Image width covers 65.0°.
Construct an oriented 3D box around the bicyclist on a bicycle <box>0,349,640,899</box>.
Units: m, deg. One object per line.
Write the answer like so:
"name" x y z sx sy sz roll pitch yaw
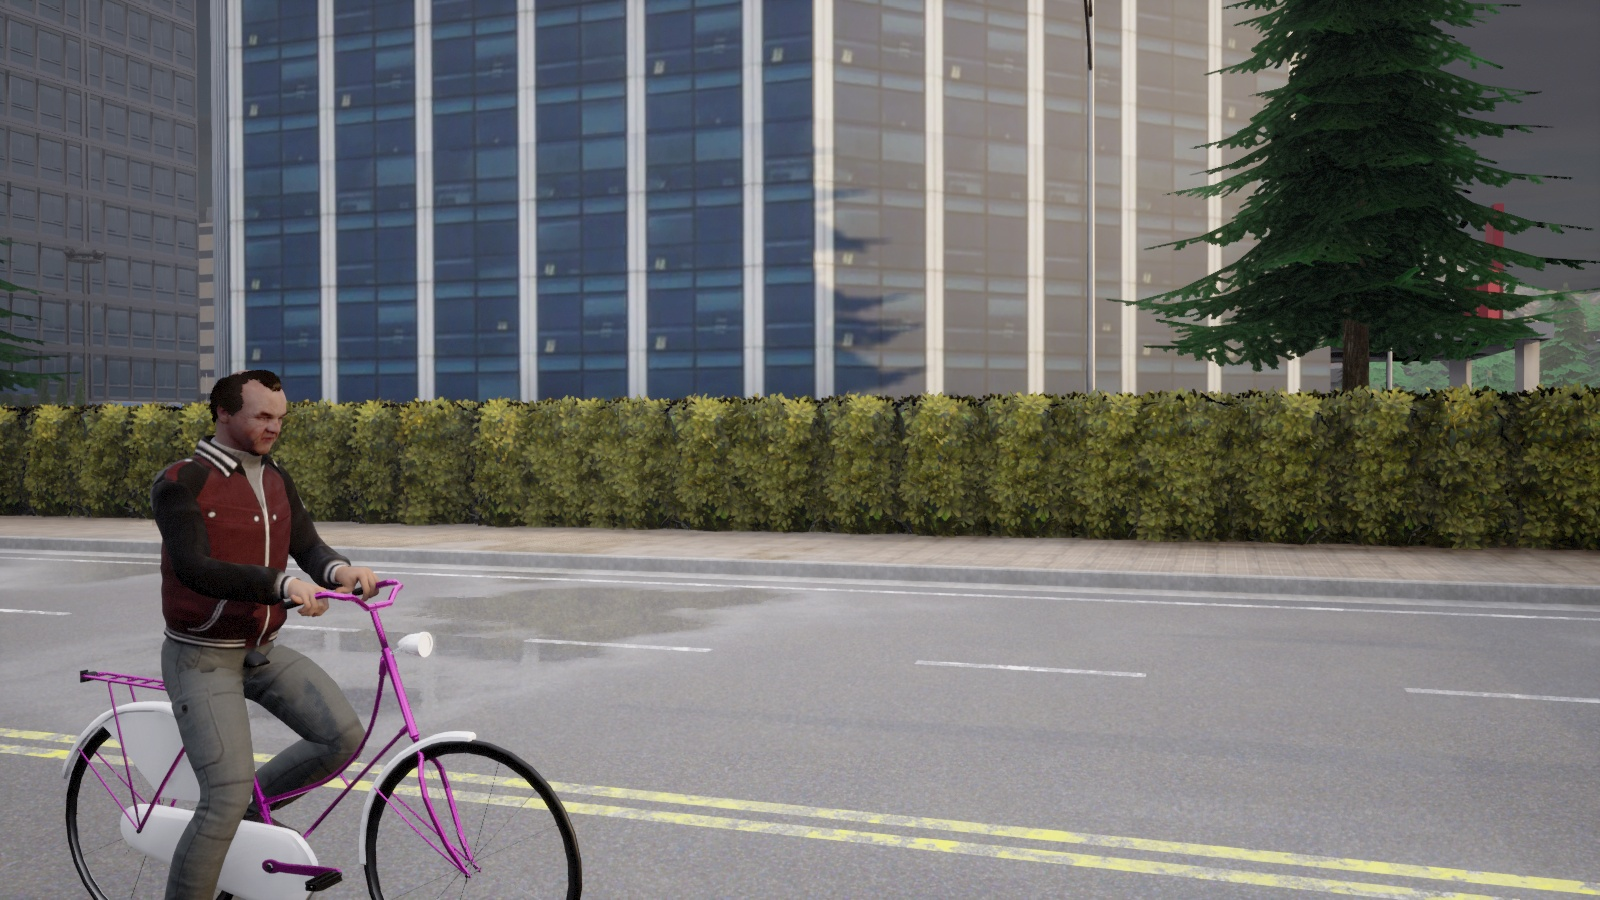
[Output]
"bicyclist on a bicycle" -1.451 0.633 3.680 1.843 1.776 0.659 0 1 19
